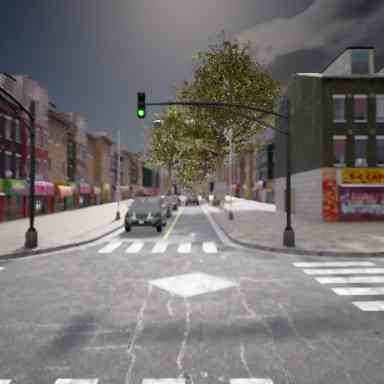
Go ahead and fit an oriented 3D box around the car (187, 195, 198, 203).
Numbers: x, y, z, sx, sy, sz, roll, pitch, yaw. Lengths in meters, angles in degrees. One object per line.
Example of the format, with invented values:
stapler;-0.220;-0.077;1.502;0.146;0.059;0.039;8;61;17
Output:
car;0.055;1.296;62.201;1.994;1.385;4.181;0;1;0

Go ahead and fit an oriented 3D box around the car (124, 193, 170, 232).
car;-2.816;1.315;21.237;2.150;2.045;5.566;0;0;0

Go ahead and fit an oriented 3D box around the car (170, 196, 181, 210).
car;-2.781;1.294;40.787;2.097;1.767;4.553;0;1;0

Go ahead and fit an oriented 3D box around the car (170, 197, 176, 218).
car;-2.815;1.543;31.105;1.837;1.490;4.892;0;1;0

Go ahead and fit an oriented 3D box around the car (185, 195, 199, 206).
car;0.047;1.178;52.129;2.097;1.767;4.553;0;1;0

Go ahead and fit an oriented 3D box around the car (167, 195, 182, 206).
car;-2.750;1.316;52.467;2.128;1.511;4.902;0;1;-1
